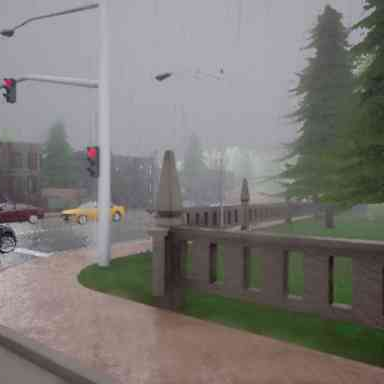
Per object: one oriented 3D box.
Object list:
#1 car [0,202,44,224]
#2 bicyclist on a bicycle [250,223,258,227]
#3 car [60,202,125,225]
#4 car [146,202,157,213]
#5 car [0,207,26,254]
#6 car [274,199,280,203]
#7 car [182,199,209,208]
[{"bbox_3d":[-12.737,1.466,22.748,1.882,1.535,5.008,0,0,36],"label":"car"},{"bbox_3d":[3.246,1.297,20.228,1.656,1.620,0.582,0,0,35],"label":"bicyclist on a bicycle"},{"bbox_3d":[-7.224,1.468,24.449,1.882,1.535,5.008,0,0,36],"label":"car"},{"bbox_3d":[-3.039,1.554,36.279,1.994,1.385,4.181,0,0,36],"label":"car"},{"bbox_3d":[-7.590,1.501,10.622,1.837,1.490,4.892,-3,0,0],"label":"car"},{"bbox_3d":[13.291,1.594,46.937,1.895,1.301,4.718,0,0,36],"label":"car"},{"bbox_3d":[-0.072,1.482,34.408,2.128,1.511,4.902,0,0,36],"label":"car"}]
